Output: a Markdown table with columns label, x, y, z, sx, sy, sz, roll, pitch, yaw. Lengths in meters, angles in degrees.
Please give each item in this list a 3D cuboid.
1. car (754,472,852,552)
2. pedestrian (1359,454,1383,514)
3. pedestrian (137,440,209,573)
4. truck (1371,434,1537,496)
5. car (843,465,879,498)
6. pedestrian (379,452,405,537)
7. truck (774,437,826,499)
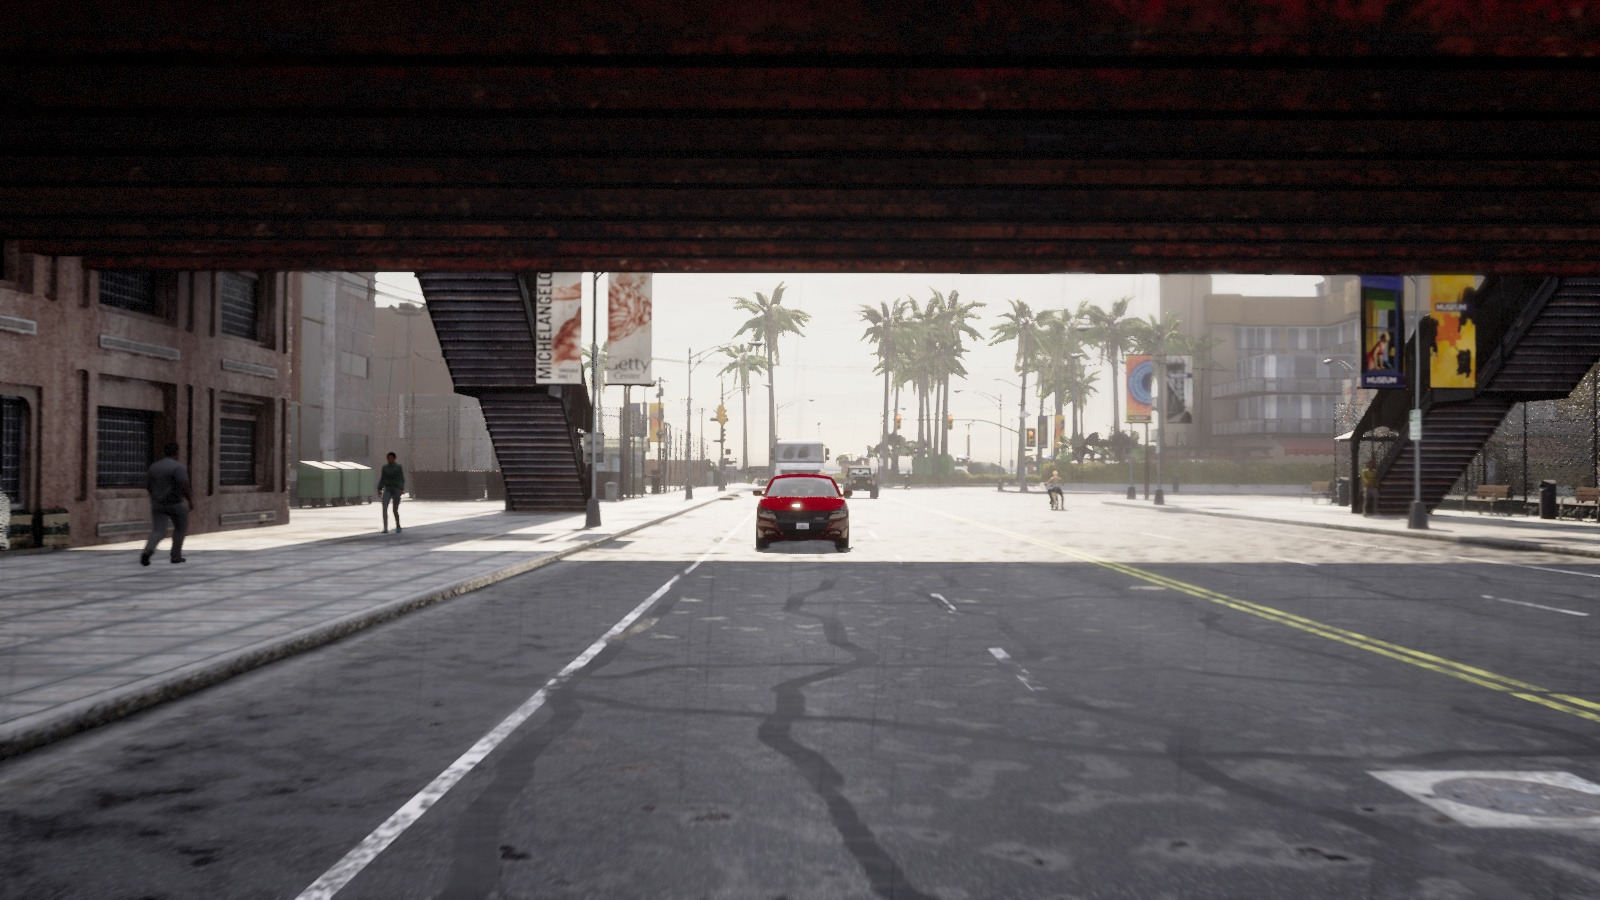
| label | x | y | z | sx | sy | sz | roll | pitch | yaw |
| --- | --- | --- | --- | --- | --- | --- | --- | --- | --- |
| car | 0.061 | 1.239 | 26.774 | 1.882 | 1.535 | 5.008 | 0 | -1 | 0 |
| pedestrian | 17.838 | 1.054 | 39.226 | 0.431 | 1.840 | 0.709 | 0 | -1 | 1 |
| pedestrian | -9.113 | 0.812 | 18.267 | 0.563 | 1.883 | 0.849 | 0 | -1 | 5 |
| truck | 37.599 | 0.890 | 72.406 | 7.936 | 3.462 | 2.891 | 0 | -1 | 9 |
| car | 3.488 | 1.801 | 72.236 | 1.905 | 1.878 | 3.866 | 0 | -1 | 0 |
| pedestrian | -8.916 | 0.965 | 27.468 | 0.353 | 1.847 | 0.614 | 0 | -1 | 3 |
| truck | -0.016 | 1.076 | 74.570 | 2.891 | 3.462 | 7.936 | 0 | -1 | 0 |
